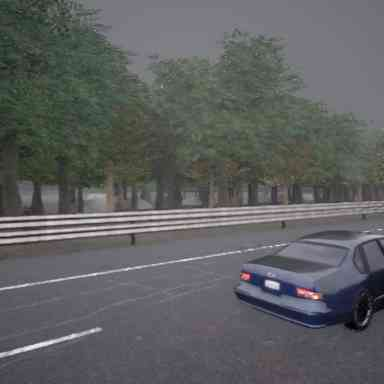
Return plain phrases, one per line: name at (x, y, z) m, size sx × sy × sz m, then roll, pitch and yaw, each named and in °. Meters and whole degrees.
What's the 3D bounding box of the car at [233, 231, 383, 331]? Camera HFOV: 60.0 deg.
car at (3.274, 1.533, 6.849) m, size 5.357 × 1.411 × 2.033 m, roll 0°, pitch 0°, yaw -37°
